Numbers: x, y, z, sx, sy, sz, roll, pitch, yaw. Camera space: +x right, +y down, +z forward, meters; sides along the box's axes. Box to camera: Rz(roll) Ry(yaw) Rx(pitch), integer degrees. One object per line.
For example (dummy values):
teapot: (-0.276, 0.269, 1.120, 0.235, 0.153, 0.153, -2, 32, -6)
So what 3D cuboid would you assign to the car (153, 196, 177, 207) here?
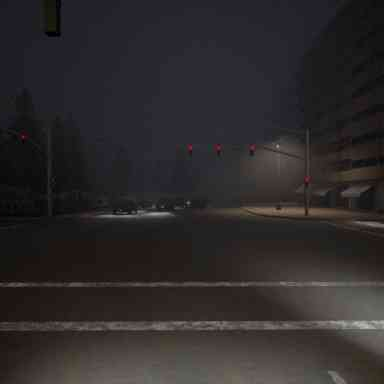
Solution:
car: (-4.280, 1.491, 53.926, 2.128, 1.511, 4.902, 0, 0, 20)

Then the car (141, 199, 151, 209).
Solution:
car: (-6.407, 1.601, 44.083, 1.895, 1.301, 4.718, 0, 0, 6)

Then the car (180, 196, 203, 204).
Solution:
car: (-0.023, 1.491, 63.087, 2.128, 1.511, 4.902, 0, 0, 32)

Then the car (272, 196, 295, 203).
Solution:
car: (18.506, 1.478, 67.505, 5.008, 1.535, 1.882, 0, 0, -33)

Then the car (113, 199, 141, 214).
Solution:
car: (-6.952, 1.526, 35.004, 1.812, 1.442, 4.674, 0, 0, 2)

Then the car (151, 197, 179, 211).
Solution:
car: (-3.217, 1.491, 40.587, 2.128, 1.511, 4.902, 0, 0, 4)

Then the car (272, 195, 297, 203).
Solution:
car: (20.212, 1.525, 72.683, 4.902, 1.511, 2.128, 0, 0, -26)

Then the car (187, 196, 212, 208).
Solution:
car: (1.138, 1.491, 47.117, 2.128, 1.511, 4.902, 0, 0, 10)

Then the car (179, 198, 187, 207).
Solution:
car: (-1.902, 1.547, 50.317, 2.033, 1.411, 5.357, 0, 0, 15)
